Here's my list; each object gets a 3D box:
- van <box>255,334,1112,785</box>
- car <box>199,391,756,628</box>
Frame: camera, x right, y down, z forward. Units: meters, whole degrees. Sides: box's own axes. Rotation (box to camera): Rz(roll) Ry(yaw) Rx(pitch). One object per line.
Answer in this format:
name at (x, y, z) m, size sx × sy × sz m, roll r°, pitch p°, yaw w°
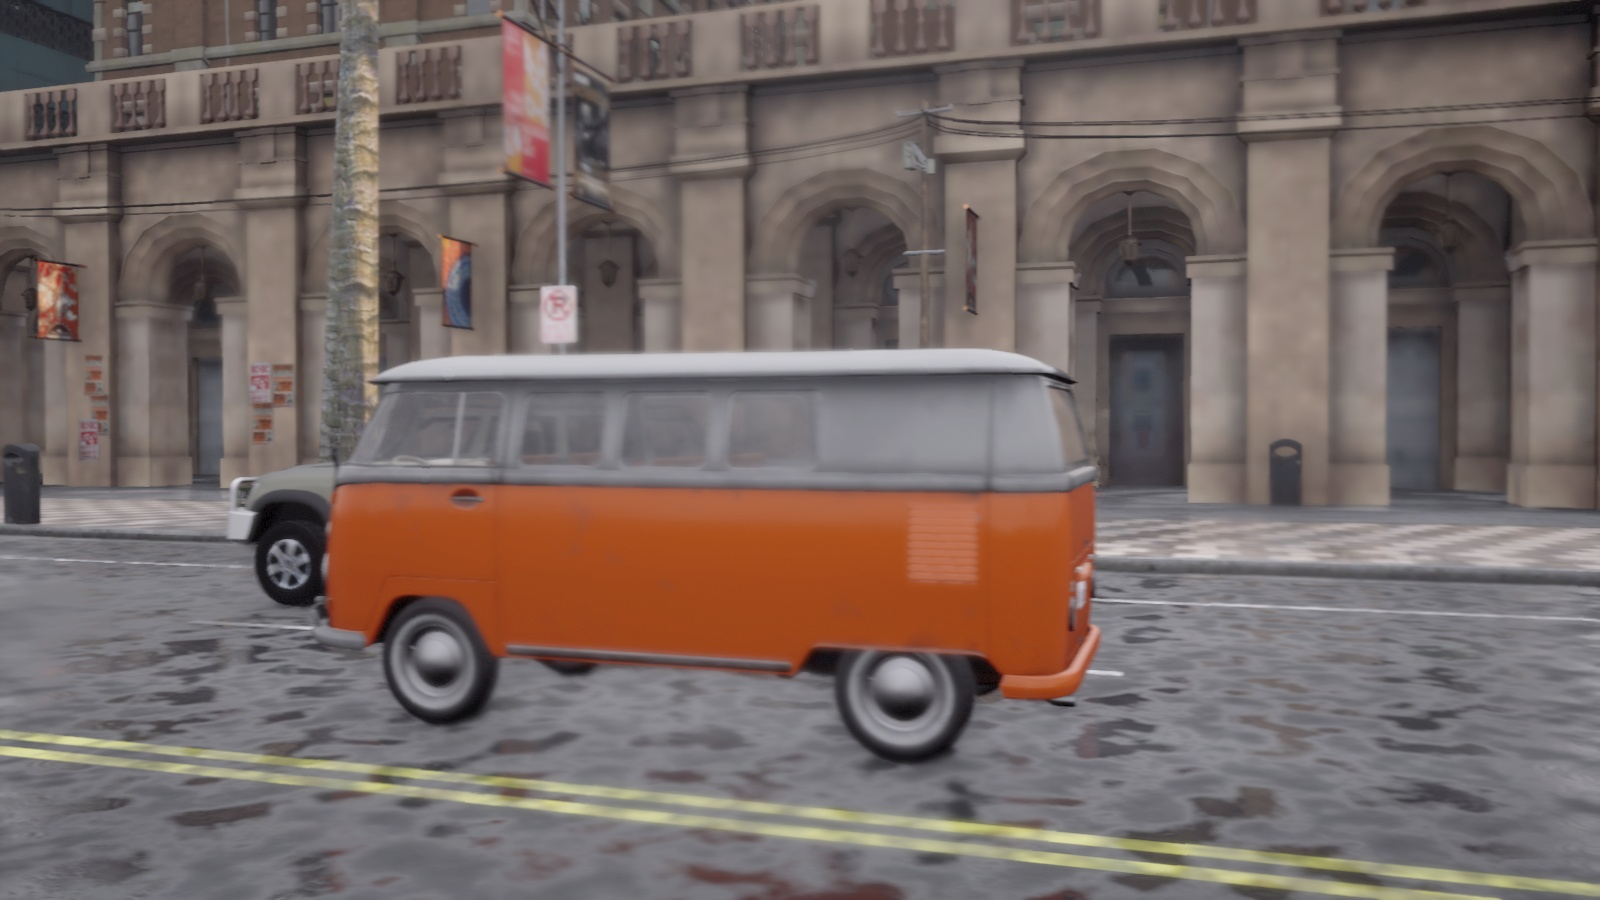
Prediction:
van at (-0.606, 0.442, 7.054) m, size 4.442 × 1.987 × 1.775 m, roll 1°, pitch 1°, yaw 18°
car at (-2.908, 0.419, 11.478) m, size 4.605 × 1.855 × 1.932 m, roll 1°, pitch 1°, yaw 18°
